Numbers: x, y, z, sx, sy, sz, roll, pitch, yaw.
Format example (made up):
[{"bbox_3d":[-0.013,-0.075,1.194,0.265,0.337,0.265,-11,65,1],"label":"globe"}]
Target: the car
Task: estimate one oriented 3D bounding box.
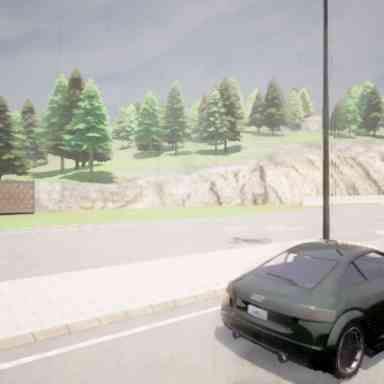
[{"bbox_3d":[2.489,1.536,5.522,4.181,1.385,1.994,0,0,-35],"label":"car"}]
